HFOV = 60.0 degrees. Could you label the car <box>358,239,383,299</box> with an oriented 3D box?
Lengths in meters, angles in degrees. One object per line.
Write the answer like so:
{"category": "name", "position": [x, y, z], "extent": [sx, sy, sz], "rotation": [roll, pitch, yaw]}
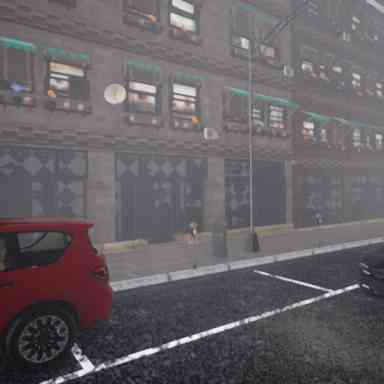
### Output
{"category": "car", "position": [5.676, 1.462, 7.430], "extent": [5.008, 1.535, 1.882], "rotation": [0, 0, -36]}

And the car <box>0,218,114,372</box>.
{"category": "car", "position": [-3.478, 1.316, 4.108], "extent": [5.009, 1.841, 2.192], "rotation": [0, -1, -35]}
